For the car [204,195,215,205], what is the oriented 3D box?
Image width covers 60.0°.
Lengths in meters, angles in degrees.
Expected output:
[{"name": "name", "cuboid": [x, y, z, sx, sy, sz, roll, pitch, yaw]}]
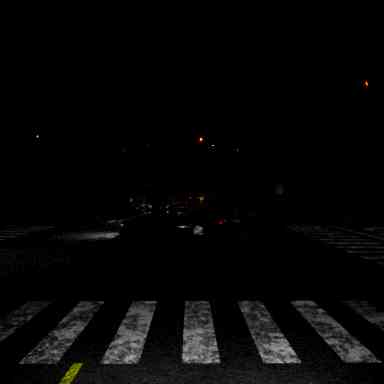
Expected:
[{"name": "car", "cuboid": [2.951, 1.443, 44.713, 1.967, 1.590, 4.097, 0, 0, 0]}]

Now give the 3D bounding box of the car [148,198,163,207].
[{"name": "car", "cuboid": [-5.537, 1.585, 50.433, 1.802, 1.307, 4.206, 0, 0, 0]}]

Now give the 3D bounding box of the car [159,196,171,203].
[{"name": "car", "cuboid": [-5.427, 1.566, 67.437, 1.947, 1.339, 4.313, 0, 0, 0]}]

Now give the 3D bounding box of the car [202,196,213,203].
[{"name": "car", "cuboid": [3.098, 1.551, 67.390, 2.008, 1.369, 4.403, 0, 0, 0]}]

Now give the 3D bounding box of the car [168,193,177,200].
[{"name": "car", "cuboid": [-5.281, 1.307, 90.110, 2.192, 1.841, 5.009, 0, 0, 0]}]

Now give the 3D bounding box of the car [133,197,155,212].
[{"name": "car", "cuboid": [-5.611, 1.443, 39.096, 1.967, 1.590, 4.097, 0, 0, 0]}]

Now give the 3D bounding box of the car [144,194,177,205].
[{"name": "car", "cuboid": [-2.938, 1.354, 32.126, 2.097, 1.767, 4.553, 0, 0, 2]}]

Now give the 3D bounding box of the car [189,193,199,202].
[{"name": "car", "cuboid": [0.472, 1.186, 73.758, 2.097, 1.767, 4.553, 0, 0, 0]}]

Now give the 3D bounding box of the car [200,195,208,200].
[{"name": "car", "cuboid": [3.245, 1.558, 90.067, 1.947, 1.339, 4.313, 0, 0, 0]}]

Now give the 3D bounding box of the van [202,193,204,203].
[{"name": "van", "cuboid": [3.025, 1.344, 56.051, 1.690, 1.788, 3.998, 0, 0, 0]}]

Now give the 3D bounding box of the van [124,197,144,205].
[{"name": "van", "cuboid": [-5.648, 1.343, 33.428, 1.690, 1.788, 3.998, 0, 0, 0]}]

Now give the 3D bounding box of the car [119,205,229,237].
[{"name": "car", "cuboid": [-1.006, 1.548, 17.387, 5.357, 1.411, 2.033, 0, 0, 0]}]

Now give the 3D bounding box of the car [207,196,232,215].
[{"name": "car", "cuboid": [2.878, 1.442, 33.375, 1.967, 1.590, 4.097, 0, 0, 0]}]

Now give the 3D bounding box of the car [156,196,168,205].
[{"name": "car", "cuboid": [-5.465, 1.527, 61.599, 1.752, 1.417, 4.829, 0, 0, 0]}]

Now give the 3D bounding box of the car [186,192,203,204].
[{"name": "car", "cuboid": [0.406, 1.223, 63.398, 2.150, 2.045, 5.566, 0, 0, 0]}]

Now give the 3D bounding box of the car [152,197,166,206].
[{"name": "car", "cuboid": [-5.501, 1.569, 56.101, 1.947, 1.339, 4.313, 0, 0, 0]}]

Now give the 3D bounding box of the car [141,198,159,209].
[{"name": "car", "cuboid": [-5.574, 1.569, 44.765, 1.947, 1.339, 4.313, 0, 0, 0]}]

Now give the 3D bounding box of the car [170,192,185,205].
[{"name": "car", "cuboid": [-2.742, 1.226, 53.890, 2.150, 2.045, 5.566, 0, 0, 1]}]

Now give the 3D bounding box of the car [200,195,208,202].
[{"name": "car", "cuboid": [2.860, 1.453, 79.561, 1.801, 1.575, 5.366, 0, 0, 0]}]

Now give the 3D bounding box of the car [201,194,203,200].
[{"name": "car", "cuboid": [3.063, 1.527, 61.890, 1.752, 1.417, 4.829, 0, 0, 0]}]

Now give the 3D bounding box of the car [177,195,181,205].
[{"name": "car", "cuboid": [-2.831, 1.481, 42.064, 1.882, 1.535, 5.008, 0, 0, 1]}]

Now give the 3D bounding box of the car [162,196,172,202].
[{"name": "car", "cuboid": [-5.390, 1.543, 73.105, 1.887, 1.381, 4.507, 0, 0, 0]}]
